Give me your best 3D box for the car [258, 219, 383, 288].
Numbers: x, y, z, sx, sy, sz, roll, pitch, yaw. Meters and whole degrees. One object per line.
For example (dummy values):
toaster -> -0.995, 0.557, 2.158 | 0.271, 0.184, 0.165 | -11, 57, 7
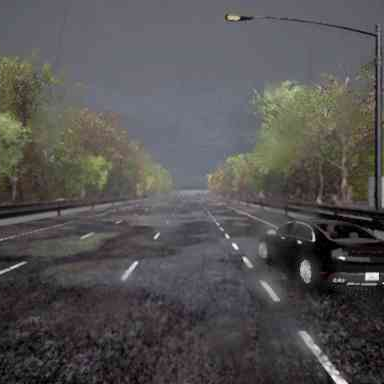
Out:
car -> 3.354, 1.500, 9.195 | 1.837, 1.490, 4.892 | 2, -1, -8
